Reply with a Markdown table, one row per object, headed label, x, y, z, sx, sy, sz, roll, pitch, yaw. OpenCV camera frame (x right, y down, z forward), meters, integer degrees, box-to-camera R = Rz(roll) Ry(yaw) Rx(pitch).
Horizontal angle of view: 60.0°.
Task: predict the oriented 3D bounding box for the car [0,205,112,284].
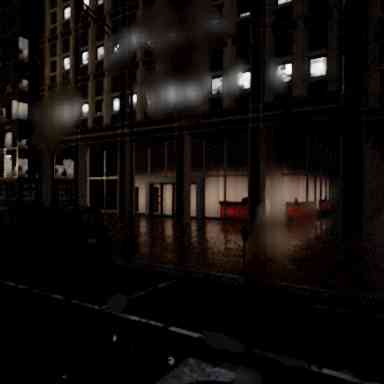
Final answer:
| label | x | y | z | sx | sy | sz | roll | pitch | yaw |
| --- | --- | --- | --- | --- | --- | --- | --- | --- | --- |
| car | -4.510 | 1.308 | 9.577 | 5.009 | 1.841 | 2.192 | 0 | 1 | 33 |
